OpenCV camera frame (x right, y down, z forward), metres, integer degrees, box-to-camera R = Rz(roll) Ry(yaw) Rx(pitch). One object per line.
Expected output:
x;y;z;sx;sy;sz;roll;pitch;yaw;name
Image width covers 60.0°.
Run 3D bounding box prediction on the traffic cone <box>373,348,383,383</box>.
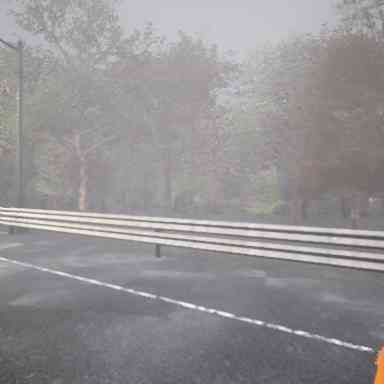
2.042;1.958;3.532;0.340;0.580;0.340;0;0;35;traffic cone
